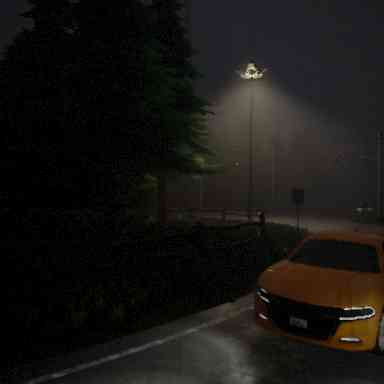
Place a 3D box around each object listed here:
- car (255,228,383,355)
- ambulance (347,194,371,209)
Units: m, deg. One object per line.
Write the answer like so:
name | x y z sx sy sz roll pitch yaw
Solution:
car | 3.015 1.543 6.528 1.882 1.535 5.008 1 0 38
ambulance | 29.834 1.645 59.451 2.351 2.431 6.366 0 0 9
